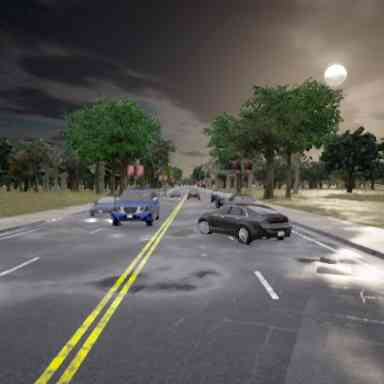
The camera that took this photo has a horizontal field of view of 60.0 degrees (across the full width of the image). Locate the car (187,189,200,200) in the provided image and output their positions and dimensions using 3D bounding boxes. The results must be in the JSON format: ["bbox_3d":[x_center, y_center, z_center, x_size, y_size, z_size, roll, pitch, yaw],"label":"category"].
[{"bbox_3d":[0.295,0.341,55.556,2.097,1.767,4.553,0,1,0],"label":"car"}]

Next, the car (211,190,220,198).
[{"bbox_3d":[3.460,0.876,34.469,2.163,1.488,4.792,0,1,0],"label":"car"}]

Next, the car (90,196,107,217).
[{"bbox_3d":[-6.432,1.056,25.721,1.812,1.442,4.674,0,1,0],"label":"car"}]

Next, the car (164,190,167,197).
[{"bbox_3d":[-6.199,0.257,68.482,2.128,1.511,4.902,0,1,0],"label":"car"}]

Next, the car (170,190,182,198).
[{"bbox_3d":[-2.995,0.392,61.336,1.837,1.490,4.892,0,1,1],"label":"car"}]

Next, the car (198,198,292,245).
[{"bbox_3d":[2.055,1.243,14.297,1.837,1.490,4.892,0,1,-30],"label":"car"}]

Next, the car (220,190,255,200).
[{"bbox_3d":[3.406,0.925,23.402,2.097,1.767,4.553,0,1,0],"label":"car"}]

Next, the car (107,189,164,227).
[{"bbox_3d":[-3.215,0.853,20.045,2.150,2.045,5.566,0,1,0],"label":"car"}]

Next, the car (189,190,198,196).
[{"bbox_3d":[0.306,0.138,77.119,1.994,1.385,4.181,0,1,0],"label":"car"}]
